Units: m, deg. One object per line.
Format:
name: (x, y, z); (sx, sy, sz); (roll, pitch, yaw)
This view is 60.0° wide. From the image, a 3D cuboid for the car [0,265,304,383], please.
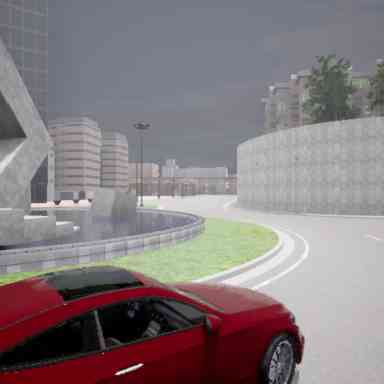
car: (-0.798, 1.526, 3.381); (4.674, 1.442, 1.812); (0, 0, -38)
